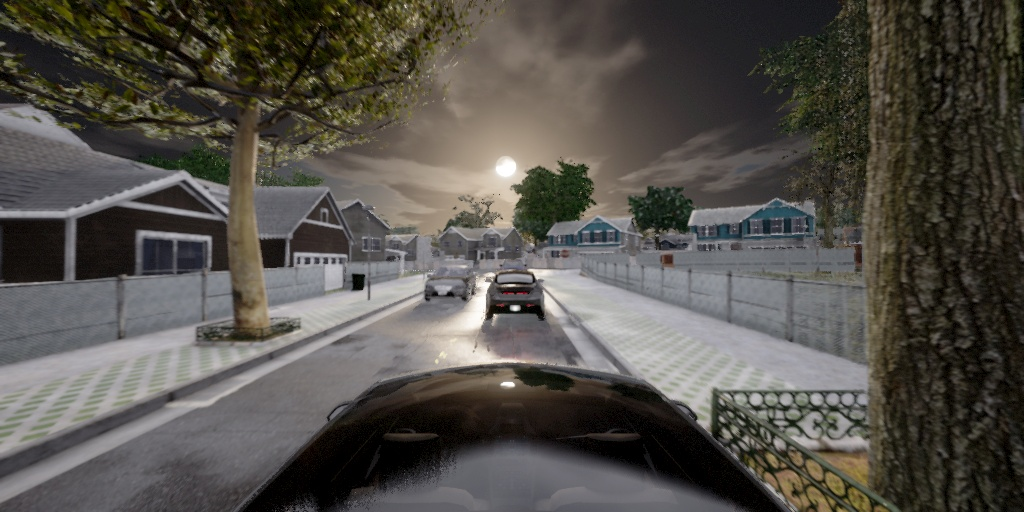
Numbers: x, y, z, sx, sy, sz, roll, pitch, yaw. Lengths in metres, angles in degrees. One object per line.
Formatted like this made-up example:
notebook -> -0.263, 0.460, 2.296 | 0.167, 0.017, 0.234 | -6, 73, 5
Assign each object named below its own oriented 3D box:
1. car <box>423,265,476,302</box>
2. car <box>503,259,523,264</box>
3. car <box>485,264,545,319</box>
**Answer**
car -> -2.756, 1.197, 16.707 | 2.128, 1.511, 4.902 | 0, 0, 0
car -> 0.089, 1.026, 27.322 | 2.097, 1.767, 4.553 | 0, 0, 0
car -> 0.094, 1.223, 12.680 | 1.837, 1.490, 4.892 | 0, 0, 0
